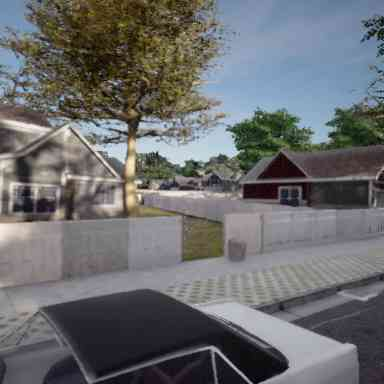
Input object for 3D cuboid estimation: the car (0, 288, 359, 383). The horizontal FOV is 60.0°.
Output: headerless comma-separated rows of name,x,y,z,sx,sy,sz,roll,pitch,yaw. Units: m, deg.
car,-0.850,1.607,2.464,4.718,1.301,1.895,1,0,-35
